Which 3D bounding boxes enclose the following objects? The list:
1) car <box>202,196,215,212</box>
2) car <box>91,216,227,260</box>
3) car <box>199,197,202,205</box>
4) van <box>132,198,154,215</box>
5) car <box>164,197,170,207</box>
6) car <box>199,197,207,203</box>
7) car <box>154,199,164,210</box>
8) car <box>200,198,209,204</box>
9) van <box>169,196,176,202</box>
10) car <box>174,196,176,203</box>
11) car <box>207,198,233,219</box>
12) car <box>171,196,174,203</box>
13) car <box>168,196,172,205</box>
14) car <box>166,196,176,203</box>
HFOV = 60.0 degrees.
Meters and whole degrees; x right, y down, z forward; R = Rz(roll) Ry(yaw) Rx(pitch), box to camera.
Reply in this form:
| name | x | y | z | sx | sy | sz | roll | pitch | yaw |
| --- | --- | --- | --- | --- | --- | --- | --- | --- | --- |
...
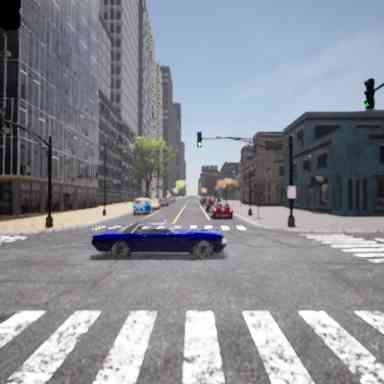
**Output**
| name | x | y | z | sx | sy | sz | roll | pitch | yaw |
| --- | --- | --- | --- | --- | --- | --- | --- | --- | --- |
| car | 2.795 | 1.611 | 42.950 | 2.192 | 1.841 | 5.009 | 1 | 0 | 0 |
| car | -1.111 | 1.687 | 12.299 | 4.718 | 1.301 | 1.895 | 0 | 0 | 1 |
| car | 2.841 | 1.766 | 65.646 | 2.192 | 1.841 | 5.009 | 1 | 0 | 0 |
| van | -5.598 | 1.598 | 37.254 | 1.690 | 1.788 | 3.998 | 1 | 0 | 0 |
| car | -5.555 | 1.993 | 59.948 | 1.802 | 1.307 | 4.206 | 1 | 0 | 0 |
| car | 2.885 | 2.044 | 88.340 | 1.967 | 1.590 | 4.097 | 1 | 0 | 0 |
| car | -5.578 | 1.858 | 48.431 | 1.752 | 1.417 | 4.829 | 1 | 0 | 0 |
| car | 2.860 | 2.093 | 76.992 | 1.947 | 1.339 | 4.313 | 1 | 0 | 0 |
| van | -5.481 | 1.983 | 93.993 | 1.690 | 1.788 | 3.998 | 1 | 0 | 0 |
| car | -5.508 | 2.116 | 82.644 | 2.008 | 1.369 | 4.403 | 1 | 0 | 0 |
| car | 2.769 | 1.659 | 31.601 | 1.967 | 1.590 | 4.097 | 1 | 0 | 0 |
| car | -5.532 | 2.054 | 71.296 | 1.947 | 1.339 | 4.313 | 1 | 0 | 0 |
| car | -5.543 | 2.015 | 65.622 | 1.947 | 1.339 | 4.313 | 1 | 0 | 0 |
| car | -5.492 | 1.918 | 88.319 | 2.192 | 1.841 | 5.009 | 1 | 0 | 0 |
